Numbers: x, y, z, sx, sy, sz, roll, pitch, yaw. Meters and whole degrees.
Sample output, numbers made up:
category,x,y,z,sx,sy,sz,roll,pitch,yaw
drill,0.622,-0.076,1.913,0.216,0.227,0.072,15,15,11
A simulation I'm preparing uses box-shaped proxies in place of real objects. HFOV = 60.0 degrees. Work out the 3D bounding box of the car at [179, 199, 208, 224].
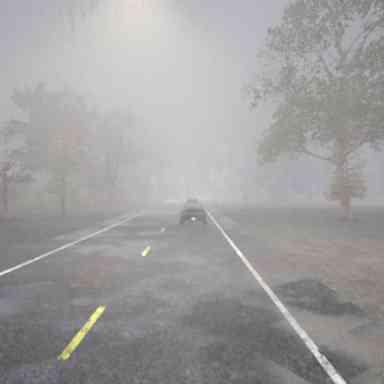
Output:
category,x,y,z,sx,sy,sz,roll,pitch,yaw
car,0.100,1.532,24.769,1.837,1.490,4.892,0,0,0

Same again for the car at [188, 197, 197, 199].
category,x,y,z,sx,sy,sz,roll,pitch,yaw
car,0.097,1.559,50.256,1.837,1.490,4.892,0,0,0
